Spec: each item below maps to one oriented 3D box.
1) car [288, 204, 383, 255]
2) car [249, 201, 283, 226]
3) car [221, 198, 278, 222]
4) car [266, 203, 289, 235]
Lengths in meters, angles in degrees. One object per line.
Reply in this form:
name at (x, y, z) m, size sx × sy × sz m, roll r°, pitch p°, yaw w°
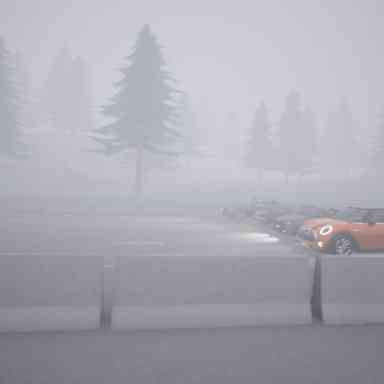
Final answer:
car at (6.137, 1.270, 11.844) m, size 4.553 × 1.767 × 2.097 m, roll 1°, pitch 1°, yaw -7°
car at (5.950, 1.377, 18.875) m, size 4.718 × 1.301 × 1.895 m, roll 1°, pitch 1°, yaw -7°
car at (4.383, 1.165, 22.209) m, size 4.902 × 1.511 × 2.128 m, roll 1°, pitch 1°, yaw -7°
car at (5.892, 1.408, 15.342) m, size 4.181 × 1.385 × 1.994 m, roll 1°, pitch 1°, yaw -7°
